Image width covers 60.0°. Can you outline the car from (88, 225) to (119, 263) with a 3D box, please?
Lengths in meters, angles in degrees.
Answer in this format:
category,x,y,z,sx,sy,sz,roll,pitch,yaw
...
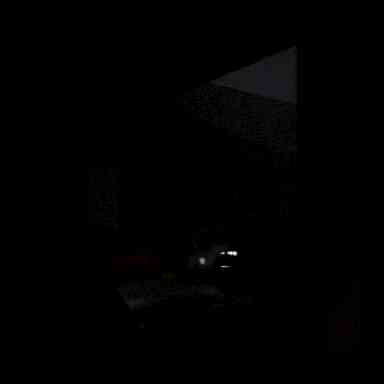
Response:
category,x,y,z,sx,sy,sz,roll,pitch,yaw
car,-4.561,1.478,9.336,5.008,1.535,1.882,0,0,-35

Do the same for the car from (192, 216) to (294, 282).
category,x,y,z,sx,sy,sz,roll,pitch,yaw
car,2.265,1.494,9.902,4.902,1.511,2.128,0,0,-35
